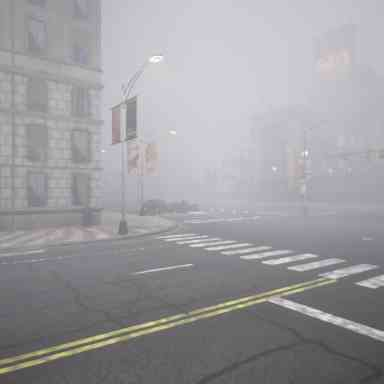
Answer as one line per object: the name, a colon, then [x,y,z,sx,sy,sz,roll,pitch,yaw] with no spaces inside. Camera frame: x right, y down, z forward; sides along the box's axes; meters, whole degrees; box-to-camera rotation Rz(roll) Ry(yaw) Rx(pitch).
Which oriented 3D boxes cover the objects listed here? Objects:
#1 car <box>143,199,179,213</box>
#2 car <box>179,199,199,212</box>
car: [-3.801,1.510,36.814,1.837,1.490,4.892,0,0,-36]
car: [-0.976,1.570,38.880,1.994,1.385,4.181,0,0,-36]
